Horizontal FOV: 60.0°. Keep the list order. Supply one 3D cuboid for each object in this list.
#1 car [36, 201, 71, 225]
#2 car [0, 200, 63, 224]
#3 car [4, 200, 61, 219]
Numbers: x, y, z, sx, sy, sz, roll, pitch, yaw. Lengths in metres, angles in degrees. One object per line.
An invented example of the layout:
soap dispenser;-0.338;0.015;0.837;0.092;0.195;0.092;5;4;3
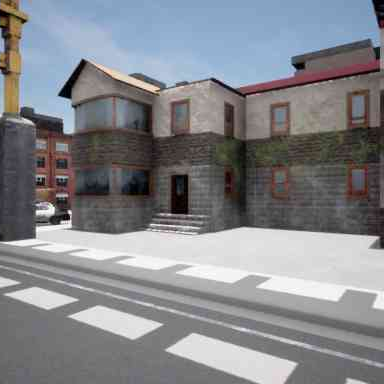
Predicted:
car;-10.700;1.295;22.028;4.536;1.218;1.853;0;0;-25
car;-12.077;1.453;25.492;2.038;1.542;4.974;0;0;5
car;-12.072;1.295;25.544;1.853;1.218;4.536;0;0;5
